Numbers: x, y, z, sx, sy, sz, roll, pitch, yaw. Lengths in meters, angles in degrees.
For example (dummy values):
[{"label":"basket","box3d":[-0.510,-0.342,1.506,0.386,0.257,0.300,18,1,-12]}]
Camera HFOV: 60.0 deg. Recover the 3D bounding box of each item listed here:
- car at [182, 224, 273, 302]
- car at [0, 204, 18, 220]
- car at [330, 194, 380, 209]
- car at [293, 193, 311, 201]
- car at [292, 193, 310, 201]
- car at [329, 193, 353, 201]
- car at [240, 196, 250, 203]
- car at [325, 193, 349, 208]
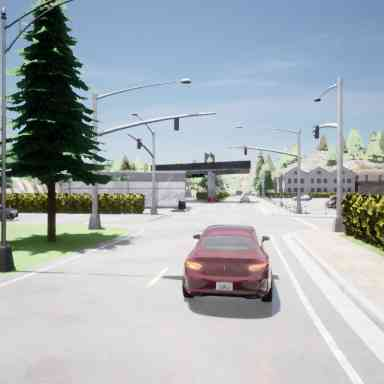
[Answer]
[{"label":"car","box3d":[0.940,1.526,8.241,1.812,1.442,4.674,0,0,9]},{"label":"car","box3d":[-16.208,1.492,26.272,4.902,1.511,2.128,0,0,9]},{"label":"car","box3d":[19.084,1.340,38.922,4.514,1.523,2.007,0,0,9]},{"label":"car","box3d":[26.034,1.077,79.047,3.866,1.878,1.905,0,0,9]},{"label":"car","box3d":[24.904,1.361,75.861,3.806,1.475,1.970,0,0,9]},{"label":"car","box3d":[33.283,1.097,74.555,4.605,1.855,1.932,0,0,9]},{"label":"car","box3d":[10.849,1.526,68.068,1.812,1.442,4.674,0,0,10]},{"label":"car","box3d":[19.529,1.330,42.028,5.027,1.636,2.152,0,0,9]}]
